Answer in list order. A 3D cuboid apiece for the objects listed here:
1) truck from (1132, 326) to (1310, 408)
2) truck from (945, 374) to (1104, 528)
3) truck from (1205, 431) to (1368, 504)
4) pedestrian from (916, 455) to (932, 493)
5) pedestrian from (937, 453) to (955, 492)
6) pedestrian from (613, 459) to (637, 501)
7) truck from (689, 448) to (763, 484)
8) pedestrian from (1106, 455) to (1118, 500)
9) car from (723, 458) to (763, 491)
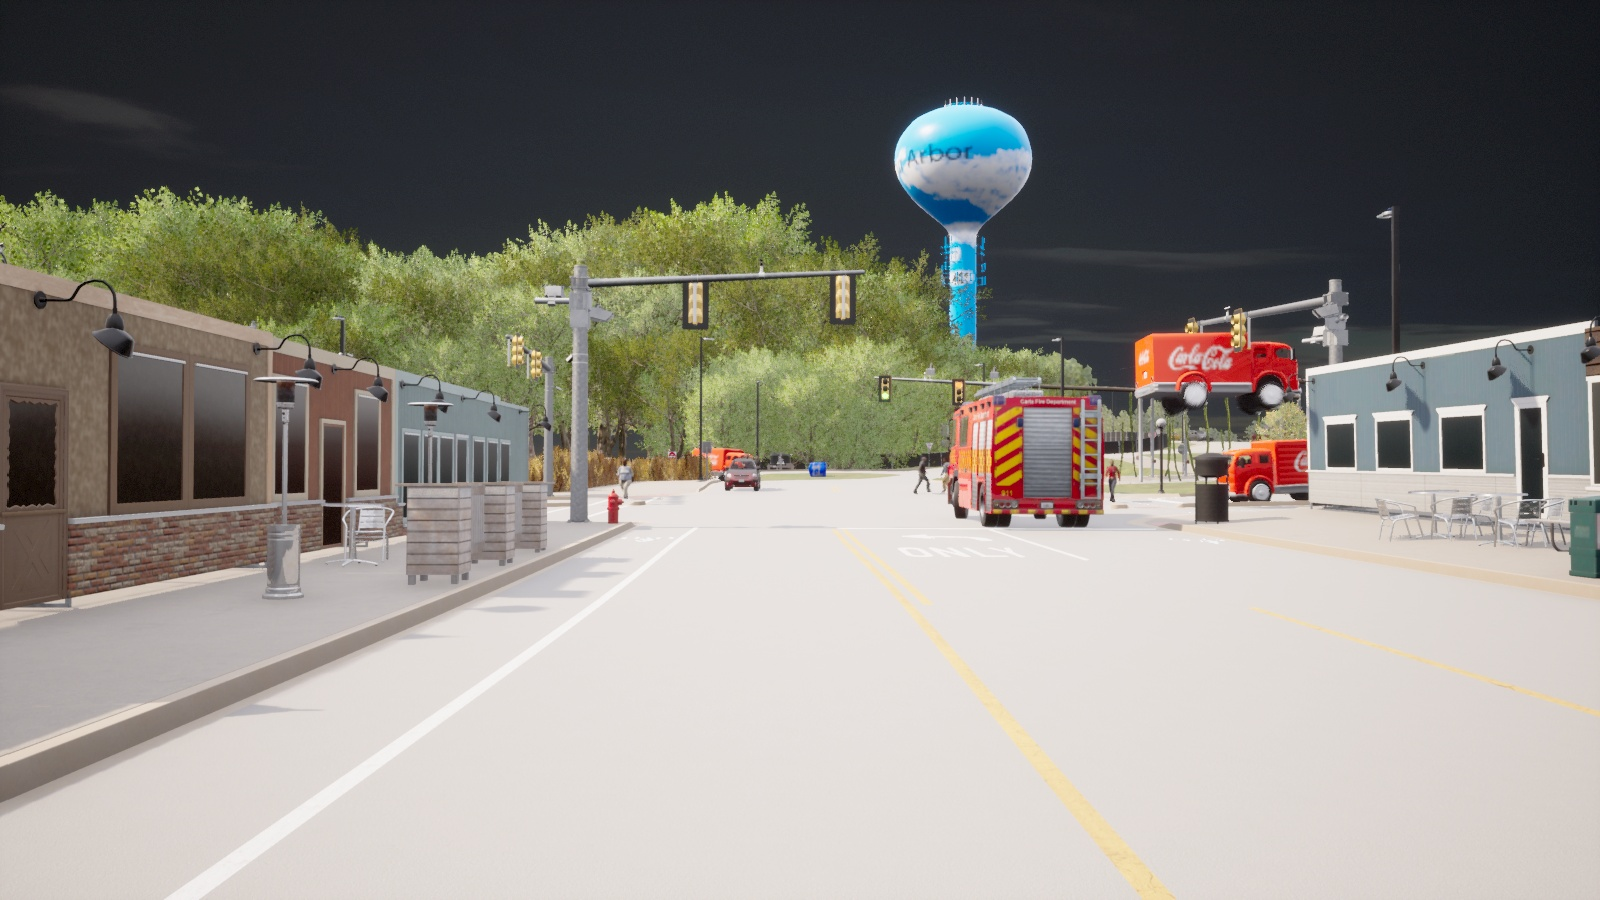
[{"bbox_3d":[14.480,-2.841,43.502,5.204,2.467,2.627,-1,-3,0],"label":"truck"},{"bbox_3d":[6.090,0.087,35.554,2.891,3.827,8.468,0,-1,-1],"label":"truck"},{"bbox_3d":[19.053,0.678,49.334,5.204,2.467,2.627,-4,0,-5],"label":"truck"},{"bbox_3d":[5.993,1.149,60.592,0.720,1.854,0.376,0,-1,-5],"label":"pedestrian"},{"bbox_3d":[7.271,1.131,62.542,0.788,1.949,0.423,0,-1,-11],"label":"pedestrian"},{"bbox_3d":[-7.782,1.350,55.974,0.874,1.855,0.900,0,-1,5],"label":"pedestrian"},{"bbox_3d":[-5.634,1.196,95.402,5.204,2.467,2.627,1,-2,42],"label":"truck"},{"bbox_3d":[12.865,1.138,51.755,0.331,1.846,0.636,-1,-1,28],"label":"pedestrian"},{"bbox_3d":[-2.920,1.248,64.968,1.851,1.617,3.988,0,1,0],"label":"car"}]
